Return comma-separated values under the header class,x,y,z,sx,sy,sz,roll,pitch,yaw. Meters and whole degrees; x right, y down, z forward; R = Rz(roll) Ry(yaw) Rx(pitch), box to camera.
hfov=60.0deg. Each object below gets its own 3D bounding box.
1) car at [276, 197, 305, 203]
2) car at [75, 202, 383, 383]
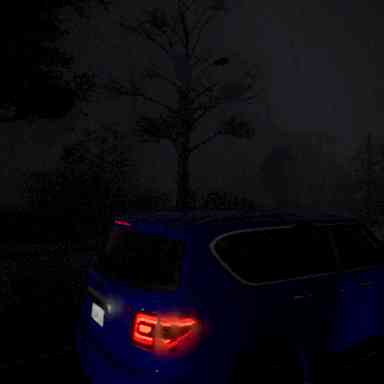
class,x,y,z,sx,sy,sz,roll,pitch,yaw
car,13.867,1.674,45.306,2.150,2.045,5.566,1,-1,-27
car,1.321,1.262,4.623,5.566,2.045,2.150,1,-1,-35
